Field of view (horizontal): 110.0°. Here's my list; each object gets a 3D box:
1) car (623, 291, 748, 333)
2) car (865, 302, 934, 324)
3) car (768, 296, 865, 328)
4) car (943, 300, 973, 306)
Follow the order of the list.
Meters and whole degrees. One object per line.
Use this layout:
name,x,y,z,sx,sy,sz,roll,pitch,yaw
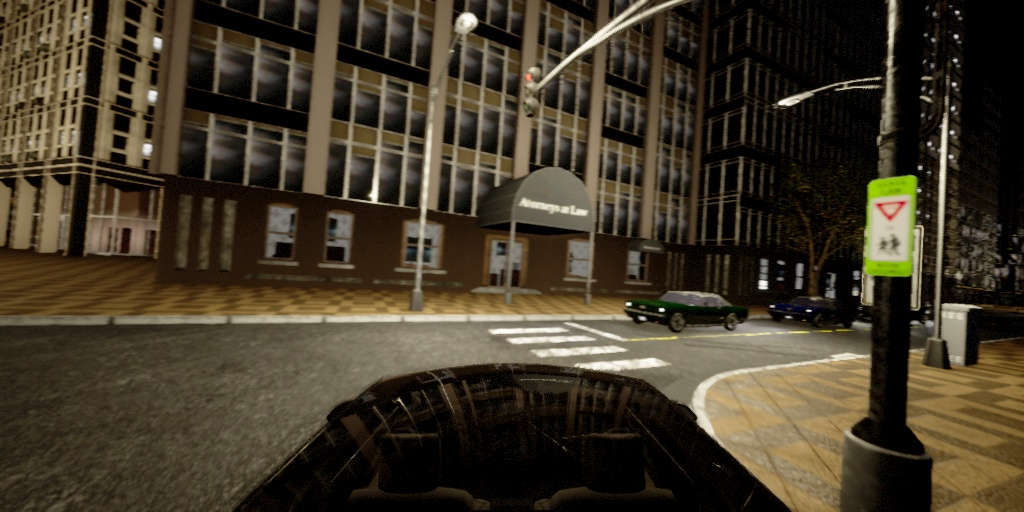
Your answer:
car,6.399,1.967,13.180,4.718,1.301,1.895,5,-1,-27
car,22.825,3.188,21.466,5.008,1.535,1.882,5,-1,-26
car,14.565,2.633,17.303,4.718,1.301,1.895,5,-1,-27
car,31.765,3.943,25.949,4.902,1.511,2.128,5,-2,-26
